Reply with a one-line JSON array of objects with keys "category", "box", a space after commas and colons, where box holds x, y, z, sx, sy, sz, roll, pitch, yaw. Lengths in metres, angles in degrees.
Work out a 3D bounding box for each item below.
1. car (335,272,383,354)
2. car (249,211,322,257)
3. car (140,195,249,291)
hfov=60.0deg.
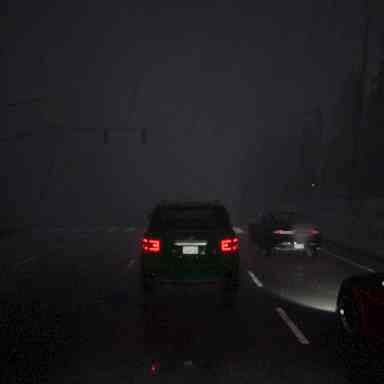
[{"category": "car", "box": [3.436, 1.564, 3.971, 1.994, 1.385, 4.181, 0, 0, -1]}, {"category": "car", "box": [3.367, 1.491, 12.879, 2.128, 1.511, 4.902, 0, 0, 0]}, {"category": "car", "box": [-0.075, 1.221, 9.131, 2.150, 2.045, 5.566, 0, 0, -1]}]
